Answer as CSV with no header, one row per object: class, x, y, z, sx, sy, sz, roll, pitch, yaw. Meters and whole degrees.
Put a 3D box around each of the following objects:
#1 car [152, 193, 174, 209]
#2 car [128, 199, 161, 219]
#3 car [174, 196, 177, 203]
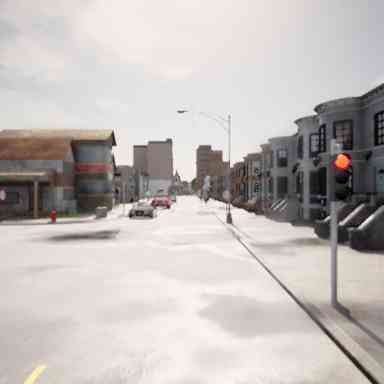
car,-4.059,1.188,44.728,2.150,2.045,5.566,0,1,0
car,-4.162,1.546,28.707,1.994,1.385,4.181,0,0,2
car,-3.937,1.467,66.171,1.837,1.490,4.892,0,0,0
